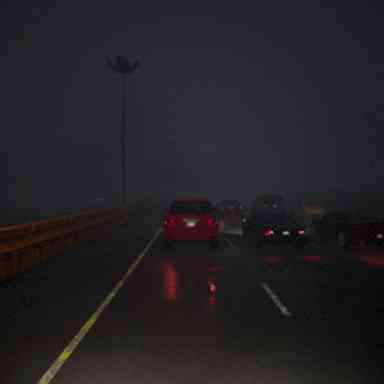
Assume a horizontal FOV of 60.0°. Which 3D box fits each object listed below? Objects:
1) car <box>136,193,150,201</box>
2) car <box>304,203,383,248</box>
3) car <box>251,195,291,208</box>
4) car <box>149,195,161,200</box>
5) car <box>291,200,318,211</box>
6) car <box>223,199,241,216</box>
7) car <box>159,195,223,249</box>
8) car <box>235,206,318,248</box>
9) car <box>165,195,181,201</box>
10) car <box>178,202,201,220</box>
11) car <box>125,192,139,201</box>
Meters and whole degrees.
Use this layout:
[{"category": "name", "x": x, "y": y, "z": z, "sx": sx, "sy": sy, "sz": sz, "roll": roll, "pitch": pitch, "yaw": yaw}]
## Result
[{"category": "car", "x": -11.119, "y": 1.429, "z": 80.836, "sx": 1.994, "sy": 1.385, "sz": 4.181, "roll": 0, "pitch": 0, "yaw": 16}, {"category": "car", "x": 6.933, "y": 1.485, "z": 14.805, "sx": 1.882, "sy": 1.535, "sz": 5.008, "roll": 0, "pitch": 0, "yaw": -1}, {"category": "car", "x": 6.743, "y": 1.258, "z": 29.833, "sx": 2.150, "sy": 2.045, "sz": 5.566, "roll": 0, "pitch": 0, "yaw": -1}, {"category": "car", "x": -7.798, "y": 1.478, "z": 79.727, "sx": 1.895, "sy": 1.301, "sz": 4.718, "roll": 0, "pitch": 0, "yaw": 16}, {"category": "car", "x": 10.243, "y": 1.485, "z": 29.848, "sx": 1.882, "sy": 1.535, "sz": 5.008, "roll": 0, "pitch": 0, "yaw": -1}, {"category": "car", "x": 3.244, "y": 1.366, "z": 29.729, "sx": 2.097, "sy": 1.767, "sz": 4.553, "roll": 0, "pitch": 0, "yaw": -1}, {"category": "car", "x": -0.067, "y": 1.258, "z": 14.746, "sx": 2.150, "sy": 2.045, "sz": 5.566, "roll": 0, "pitch": 0, "yaw": -1}, {"category": "car", "x": 3.434, "y": 1.564, "z": 14.760, "sx": 2.033, "sy": 1.411, "sz": 5.357, "roll": 0, "pitch": 0, "yaw": -1}, {"category": "car", "x": -4.460, "y": 1.429, "z": 78.675, "sx": 2.033, "sy": 1.411, "sz": 5.357, "roll": 0, "pitch": 0, "yaw": 16}, {"category": "car", "x": -0.256, "y": 1.617, "z": 29.745, "sx": 1.895, "sy": 1.301, "sz": 4.718, "roll": 0, "pitch": 0, "yaw": -1}, {"category": "car", "x": -14.456, "y": 1.096, "z": 81.887, "sx": 2.150, "sy": 2.045, "sz": 5.566, "roll": 0, "pitch": 0, "yaw": 16}]
